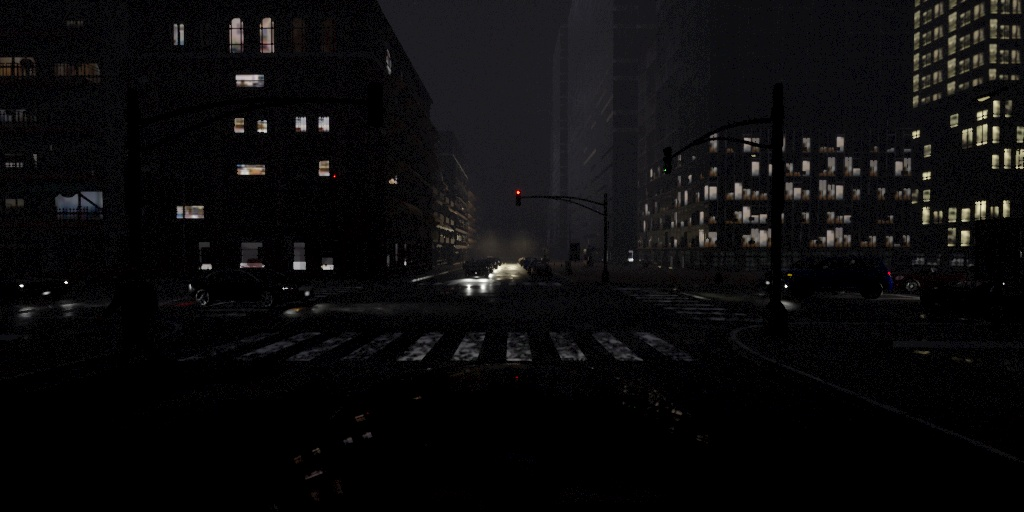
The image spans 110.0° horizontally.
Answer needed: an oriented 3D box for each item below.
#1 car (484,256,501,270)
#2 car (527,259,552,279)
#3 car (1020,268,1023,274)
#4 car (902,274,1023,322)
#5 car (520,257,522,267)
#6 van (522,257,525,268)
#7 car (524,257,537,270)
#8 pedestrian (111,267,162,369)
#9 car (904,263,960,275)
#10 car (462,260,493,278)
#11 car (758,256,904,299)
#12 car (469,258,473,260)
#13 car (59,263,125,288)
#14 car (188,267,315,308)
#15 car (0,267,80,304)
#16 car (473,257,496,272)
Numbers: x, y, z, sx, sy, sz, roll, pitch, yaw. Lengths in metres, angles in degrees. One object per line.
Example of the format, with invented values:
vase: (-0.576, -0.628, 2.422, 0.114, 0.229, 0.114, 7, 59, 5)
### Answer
car: (-3.128, 1.046, 51.743, 2.097, 1.767, 4.553, 0, 0, 0)
car: (2.628, 1.268, 32.514, 1.888, 1.381, 4.507, 0, 0, 0)
car: (25.744, 1.334, 18.010, 4.902, 1.511, 2.128, 0, 1, 1)
car: (16.705, 1.444, 12.220, 4.403, 1.370, 2.007, 0, 0, 1)
car: (2.606, 1.234, 55.097, 1.888, 1.381, 4.507, 0, 0, 0)
van: (2.612, 1.039, 49.451, 1.690, 1.789, 3.998, 0, 0, 0)
car: (2.622, 1.155, 38.159, 1.967, 1.591, 4.097, 0, 0, 0)
pedestrian: (-6.627, 1.044, 6.338, 0.375, 1.860, 0.375, -1, 1, 0)
car: (23.355, 1.228, 20.773, 4.097, 1.591, 1.967, 0, 0, 1)
car: (-3.120, 1.286, 32.851, 1.994, 1.385, 4.181, 0, 0, 0)
car: (15.724, 1.018, 18.136, 5.566, 2.045, 2.150, 0, 1, 1)
car: (-5.736, 1.264, 49.410, 1.948, 1.339, 4.313, 0, 0, 0)
car: (-25.875, 1.107, 21.377, 4.507, 1.381, 1.888, 0, 0, 1)
car: (-10.638, 1.223, 14.763, 4.902, 1.511, 2.128, 0, 0, 9)
car: (-22.194, 1.272, 15.427, 4.718, 1.301, 1.895, 0, 1, 1)
car: (-3.135, 1.215, 41.590, 1.837, 1.490, 4.892, 0, 0, 0)
